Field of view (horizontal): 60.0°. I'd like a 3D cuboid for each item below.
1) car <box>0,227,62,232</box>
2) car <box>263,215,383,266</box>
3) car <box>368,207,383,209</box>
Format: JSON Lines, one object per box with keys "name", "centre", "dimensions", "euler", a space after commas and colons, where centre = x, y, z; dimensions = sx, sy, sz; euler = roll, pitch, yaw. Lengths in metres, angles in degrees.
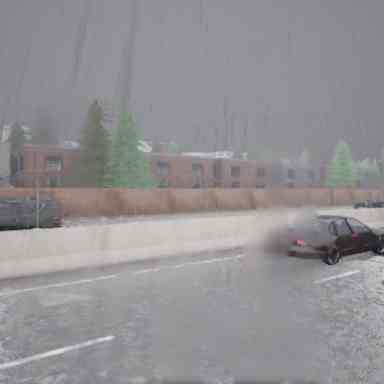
{"name": "car", "centre": [-7.455, 1.221, 11.571], "dimensions": [5.566, 2.045, 2.150], "euler": [0, 0, -35]}
{"name": "car", "centre": [4.821, 1.517, 11.483], "dimensions": [5.357, 1.411, 2.033], "euler": [0, 0, -35]}
{"name": "car", "centre": [22.041, 1.478, 41.179], "dimensions": [4.718, 1.301, 1.895], "euler": [0, 0, -35]}
